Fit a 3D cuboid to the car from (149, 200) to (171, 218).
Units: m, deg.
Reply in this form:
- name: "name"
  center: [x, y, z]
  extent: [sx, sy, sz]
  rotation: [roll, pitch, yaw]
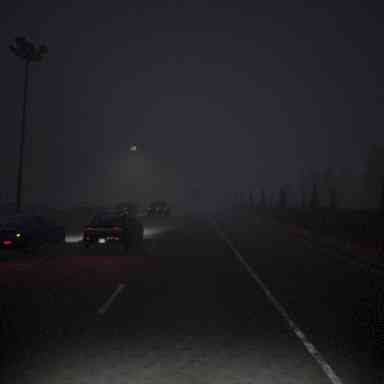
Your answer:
- name: "car"
  center: [-3.388, 1.719, 35.029]
  extent: [2.097, 1.767, 4.553]
  rotation: [0, -1, 0]

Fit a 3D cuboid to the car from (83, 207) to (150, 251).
- name: "car"
  center: [-3.395, 1.650, 14.979]
  extent: [2.128, 1.511, 4.902]
  rotation: [0, -1, 0]

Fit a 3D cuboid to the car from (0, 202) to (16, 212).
- name: "car"
  center: [-21.076, 1.914, 38.843]
  extent: [1.837, 1.490, 4.892]
  rotation: [0, -1, 0]

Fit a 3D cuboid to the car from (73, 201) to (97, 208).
- name: "car"
  center: [-14.074, 1.970, 43.884]
  extent: [1.882, 1.535, 5.008]
  rotation: [0, -1, 0]

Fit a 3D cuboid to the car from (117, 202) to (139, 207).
- name: "car"
  center: [-6.887, 1.877, 35.333]
  extent: [1.837, 1.490, 4.892]
  rotation: [0, 0, 0]

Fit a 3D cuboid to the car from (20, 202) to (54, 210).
- name: "car"
  center: [-17.581, 1.999, 37.982]
  extent: [1.895, 1.301, 4.718]
  rotation: [0, -1, 0]

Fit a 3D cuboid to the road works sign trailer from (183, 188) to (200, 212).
- name: "road works sign trailer"
  center: [0.078, 1.174, 49.983]
  extent: [2.380, 3.560, 2.880]
  rotation: [0, -3, 3]

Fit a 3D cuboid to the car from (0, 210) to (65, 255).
- name: "car"
  center: [-6.895, 1.672, 13.799]
  extent: [1.812, 1.442, 4.674]
  rotation: [0, -1, 0]
